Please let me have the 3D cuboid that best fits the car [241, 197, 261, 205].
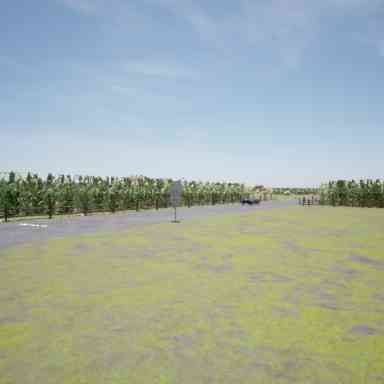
[{"bbox_3d":[10.115,1.573,56.885,1.895,1.301,4.718,0,0,31],"label":"car"}]
